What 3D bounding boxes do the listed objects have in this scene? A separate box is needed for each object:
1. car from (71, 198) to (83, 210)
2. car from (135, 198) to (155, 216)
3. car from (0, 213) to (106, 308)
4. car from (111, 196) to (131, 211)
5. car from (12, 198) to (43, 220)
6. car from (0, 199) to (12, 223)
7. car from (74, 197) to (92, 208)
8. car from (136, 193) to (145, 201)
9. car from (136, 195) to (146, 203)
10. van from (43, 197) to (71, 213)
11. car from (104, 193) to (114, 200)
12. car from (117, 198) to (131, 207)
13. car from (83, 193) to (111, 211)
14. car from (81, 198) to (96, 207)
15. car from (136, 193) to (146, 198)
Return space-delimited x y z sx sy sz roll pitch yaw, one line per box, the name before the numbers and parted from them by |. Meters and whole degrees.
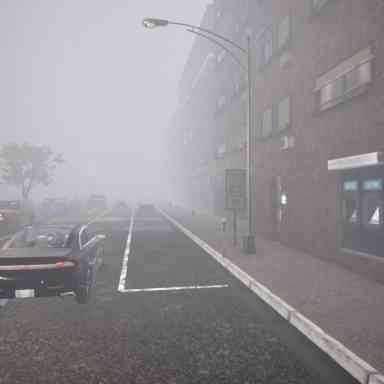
car | -14.673 1.590 42.231 1.802 1.307 4.206 0 0 -9
car | -4.555 1.556 32.487 2.008 1.369 4.403 0 0 -9
car | -3.210 1.495 7.989 2.128 1.511 4.902 0 0 -9
car | -8.687 1.530 41.280 1.812 1.442 4.674 0 0 -9
car | -10.963 1.327 19.952 2.192 1.841 5.009 0 0 -9
car | -10.035 1.325 14.382 2.192 1.841 5.009 0 0 -9
car | -15.573 1.529 47.633 1.752 1.417 4.829 0 0 -9
car | -12.898 1.276 82.617 2.192 1.841 5.009 1 0 -9
car | -11.045 1.416 71.478 1.967 1.590 4.097 1 0 -9
van | -12.817 1.353 31.091 1.690 1.788 3.998 0 0 -9
car | -23.016 1.264 92.359 2.192 1.841 5.009 1 0 -9
car | -10.370 1.599 51.143 1.895 1.301 4.718 0 0 -9
car | -11.946 1.227 42.188 2.150 2.045 5.566 0 0 -9
car | -16.528 1.581 53.371 1.802 1.307 4.206 1 0 -9
car | -10.118 1.422 65.909 1.967 1.590 4.097 0 0 -9
